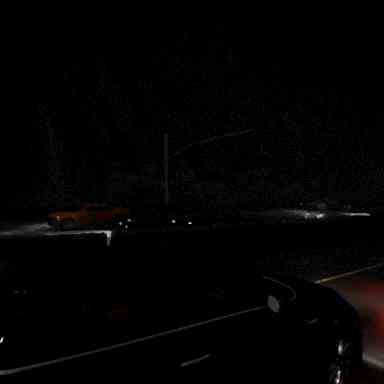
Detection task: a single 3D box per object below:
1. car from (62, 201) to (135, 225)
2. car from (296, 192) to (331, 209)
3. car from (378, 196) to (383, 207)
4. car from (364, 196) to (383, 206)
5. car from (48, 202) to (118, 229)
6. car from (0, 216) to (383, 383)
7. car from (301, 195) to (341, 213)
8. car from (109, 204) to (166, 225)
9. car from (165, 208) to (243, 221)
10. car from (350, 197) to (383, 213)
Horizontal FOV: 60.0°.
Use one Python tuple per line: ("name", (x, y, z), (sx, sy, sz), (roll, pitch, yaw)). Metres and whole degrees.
("car", (-6.931, 1.497, 24.885), (4.892, 1.490, 1.837), (1, 0, -36))
("car", (15.179, 1.087, 40.982), (5.566, 2.045, 2.150), (0, 0, -36))
("car", (27.654, 1.314, 45.738), (4.674, 1.442, 1.812), (0, 0, -36))
("car", (28.221, 1.369, 50.474), (4.718, 1.301, 1.895), (0, 0, -36))
("car", (-6.396, 1.468, 20.953), (5.008, 1.535, 1.882), (0, 0, -36))
("car", (-0.107, 1.351, 3.668), (4.553, 1.767, 2.097), (0, 0, -36))
("car", (14.272, 1.414, 35.972), (4.674, 1.442, 1.812), (0, 0, -36))
("car", (-2.333, 1.551, 19.571), (4.181, 1.385, 1.994), (0, 0, -36))
("car", (1.219, 1.584, 17.817), (4.718, 1.301, 1.895), (0, 0, -36))
("car", (18.333, 1.379, 34.619), (4.892, 1.490, 1.837), (0, 0, -36))
